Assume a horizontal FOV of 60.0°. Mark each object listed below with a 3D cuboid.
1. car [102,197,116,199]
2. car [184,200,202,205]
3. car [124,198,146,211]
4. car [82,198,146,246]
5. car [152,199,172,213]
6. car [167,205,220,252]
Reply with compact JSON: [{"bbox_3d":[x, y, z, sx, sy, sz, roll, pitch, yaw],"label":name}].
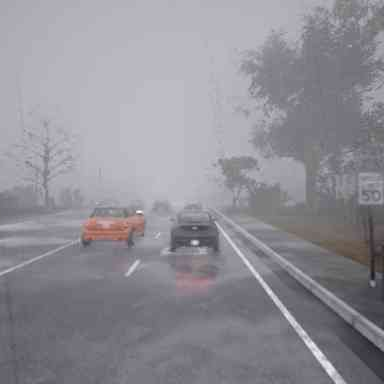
[{"bbox_3d":[-10.492,1.369,41.530,2.097,1.767,4.553,0,0,0],"label":"car"},{"bbox_3d":[0.093,1.533,35.228,1.812,1.442,4.674,0,0,0],"label":"car"},{"bbox_3d":[-6.993,1.538,41.426,1.837,1.490,4.892,0,0,0],"label":"car"},{"bbox_3d":[-3.396,1.355,15.292,2.097,1.767,4.553,0,0,0],"label":"car"},{"bbox_3d":[-3.393,1.512,37.571,1.837,1.490,4.892,0,0,0],"label":"car"},{"bbox_3d":[0.103,1.508,13.954,1.837,1.490,4.892,0,0,0],"label":"car"}]
